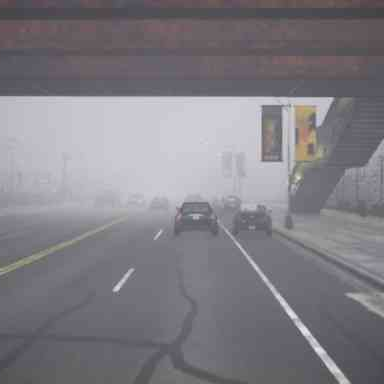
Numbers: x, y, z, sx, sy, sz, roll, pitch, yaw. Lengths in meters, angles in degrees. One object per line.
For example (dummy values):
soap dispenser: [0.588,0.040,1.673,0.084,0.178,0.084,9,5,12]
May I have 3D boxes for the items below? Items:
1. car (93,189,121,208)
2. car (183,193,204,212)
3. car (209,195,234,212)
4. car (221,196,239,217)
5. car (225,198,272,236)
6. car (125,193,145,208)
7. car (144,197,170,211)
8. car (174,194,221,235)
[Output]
car: [-10.428,0.814,41.508,2.150,2.045,5.566,0,0,0]
car: [0.179,1.023,35.090,2.097,1.767,4.553,0,0,0]
car: [2.982,1.157,34.560,2.097,1.535,5.008,0,1,0]
car: [3.130,1.091,28.134,2.185,1.767,4.553,0,1,0]
car: [3.109,1.319,17.360,2.231,1.521,4.892,0,1,10]
car: [-6.931,0.962,41.225,2.097,1.767,4.553,0,1,0]
car: [-3.320,1.221,34.676,2.033,1.411,5.357,0,1,0]
car: [0.194,1.188,17.670,2.097,1.767,4.553,0,1,0]
